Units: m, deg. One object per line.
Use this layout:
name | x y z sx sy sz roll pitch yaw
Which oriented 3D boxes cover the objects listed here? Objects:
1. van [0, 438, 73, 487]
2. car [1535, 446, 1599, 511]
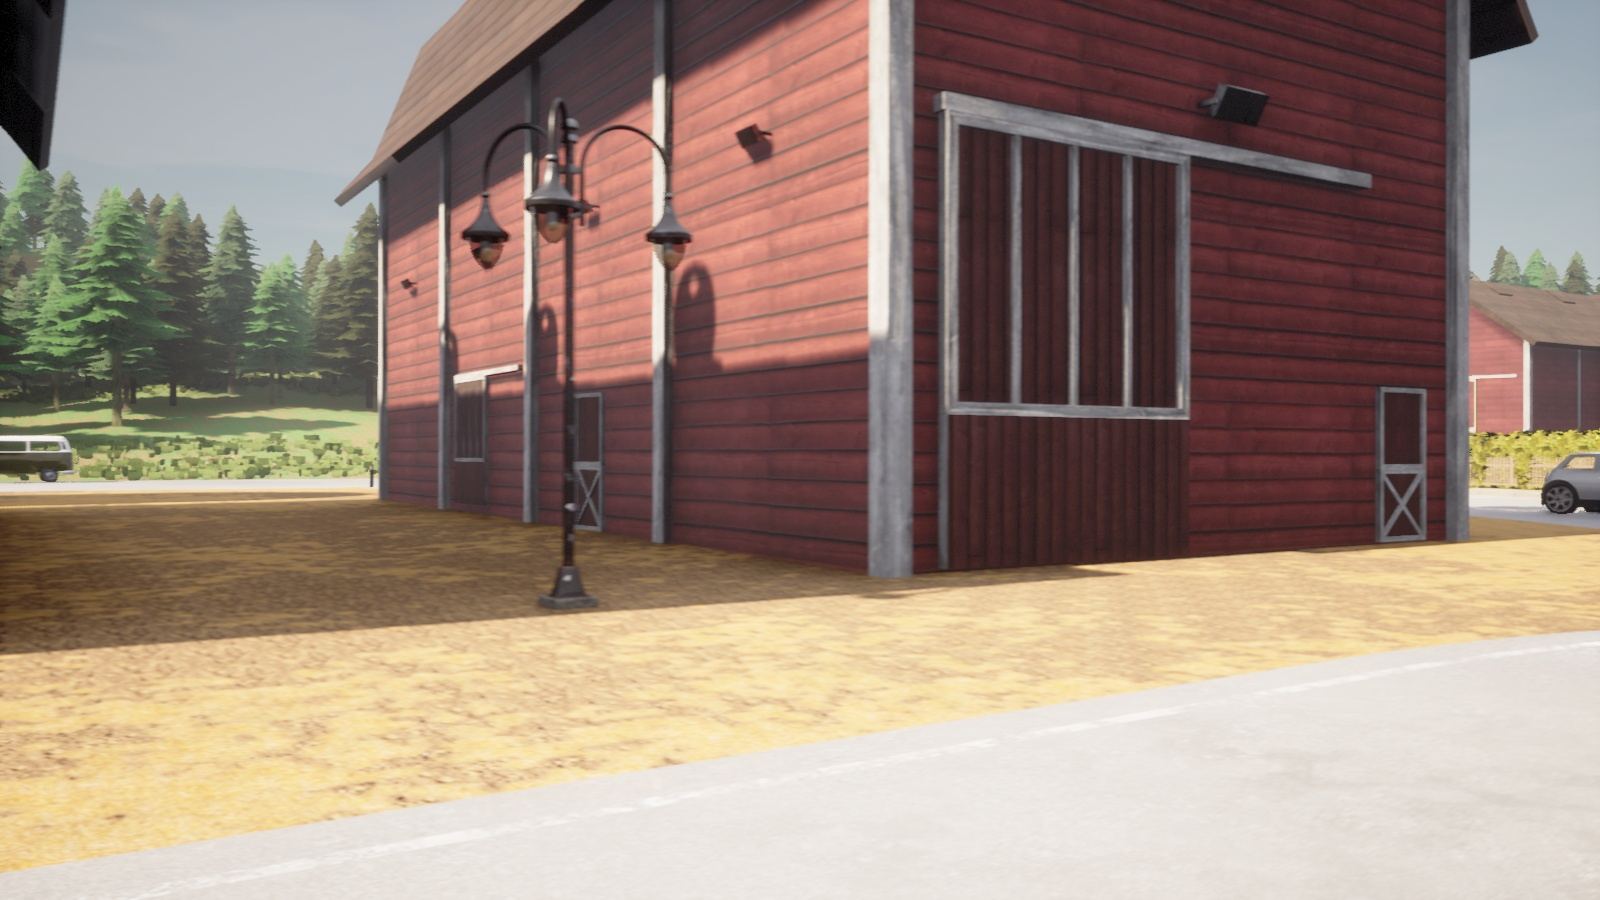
van | -33.995 0.533 54.227 4.480 2.038 2.069 0 0 -31
car | 19.206 0.651 28.575 1.970 1.475 3.806 0 0 -33
